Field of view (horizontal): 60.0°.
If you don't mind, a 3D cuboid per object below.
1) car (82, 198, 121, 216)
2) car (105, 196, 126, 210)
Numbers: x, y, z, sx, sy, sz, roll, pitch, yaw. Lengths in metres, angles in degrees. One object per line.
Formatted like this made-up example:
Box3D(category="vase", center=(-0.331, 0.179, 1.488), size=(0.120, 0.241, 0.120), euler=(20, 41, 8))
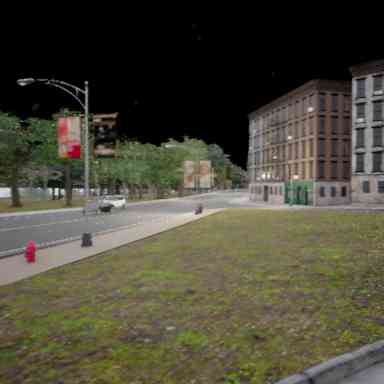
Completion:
Box3D(category="car", center=(-10.281, 1.782, 36.929), size=(2.128, 1.511, 4.902), euler=(0, 0, 14))
Box3D(category="car", center=(-11.169, 1.524, 46.587), size=(2.150, 2.045, 5.566), euler=(0, -1, 14))
